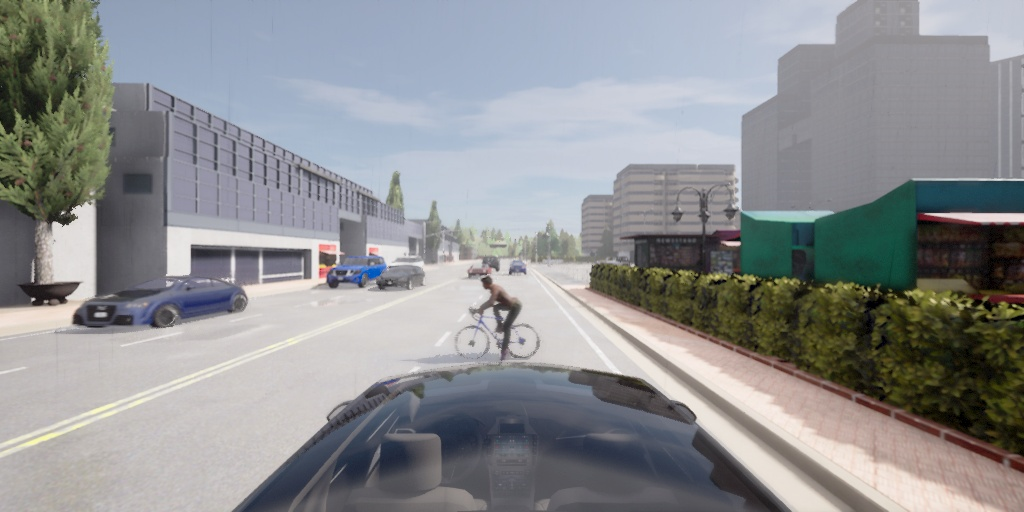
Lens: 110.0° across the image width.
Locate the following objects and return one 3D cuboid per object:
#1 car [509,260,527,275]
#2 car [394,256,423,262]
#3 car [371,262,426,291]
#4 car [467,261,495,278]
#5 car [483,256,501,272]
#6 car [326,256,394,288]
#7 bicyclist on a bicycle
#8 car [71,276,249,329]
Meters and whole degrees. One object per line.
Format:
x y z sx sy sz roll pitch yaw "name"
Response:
0.652 1.313 39.111 1.812 1.442 4.674 0 0 2 "car"
-10.034 0.995 34.338 2.150 2.045 5.566 0 0 1 "car"
-6.720 1.273 22.331 1.837 1.490 4.892 0 -1 1 "car"
-2.961 1.380 33.857 1.895 1.301 4.718 0 0 1 "car"
-2.764 1.013 47.363 2.150 2.045 5.566 0 0 1 "car"
-10.175 0.989 24.101 2.150 2.045 5.566 0 0 1 "car"
-0.301 1.203 6.917 1.656 1.620 0.582 -2 0 0 "bicyclist on a bicycle"
-10.475 1.317 11.150 1.994 1.385 4.181 0 0 1 "car"
